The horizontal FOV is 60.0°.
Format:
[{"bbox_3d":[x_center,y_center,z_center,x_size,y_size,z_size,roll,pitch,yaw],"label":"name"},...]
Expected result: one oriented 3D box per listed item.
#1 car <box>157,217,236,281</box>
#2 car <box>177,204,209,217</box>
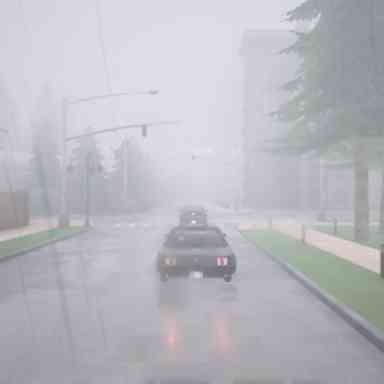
[{"bbox_3d":[0.105,1.643,9.928,1.895,1.301,4.718,0,0,0],"label":"car"},{"bbox_3d":[0.074,1.606,22.883,1.837,1.490,4.892,0,0,-1],"label":"car"}]
